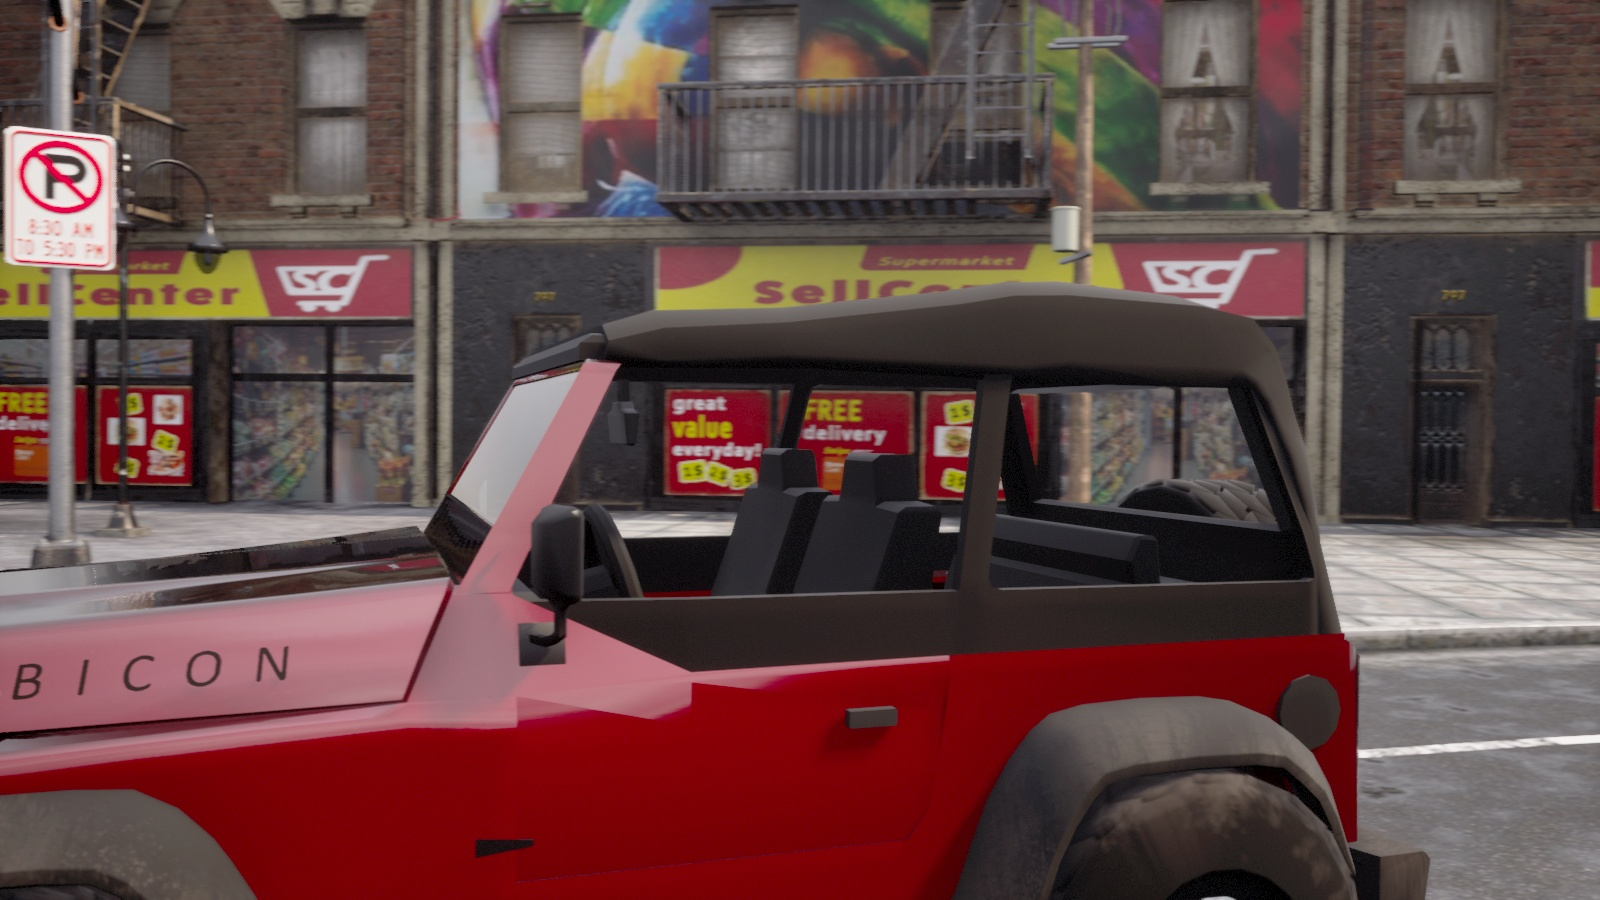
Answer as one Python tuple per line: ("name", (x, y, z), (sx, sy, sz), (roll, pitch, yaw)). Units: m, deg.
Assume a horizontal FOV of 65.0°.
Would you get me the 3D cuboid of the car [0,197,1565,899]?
("car", (-0.396, 0.544, 3.114), (3.866, 1.878, 1.905), (-1, 1, -20))
